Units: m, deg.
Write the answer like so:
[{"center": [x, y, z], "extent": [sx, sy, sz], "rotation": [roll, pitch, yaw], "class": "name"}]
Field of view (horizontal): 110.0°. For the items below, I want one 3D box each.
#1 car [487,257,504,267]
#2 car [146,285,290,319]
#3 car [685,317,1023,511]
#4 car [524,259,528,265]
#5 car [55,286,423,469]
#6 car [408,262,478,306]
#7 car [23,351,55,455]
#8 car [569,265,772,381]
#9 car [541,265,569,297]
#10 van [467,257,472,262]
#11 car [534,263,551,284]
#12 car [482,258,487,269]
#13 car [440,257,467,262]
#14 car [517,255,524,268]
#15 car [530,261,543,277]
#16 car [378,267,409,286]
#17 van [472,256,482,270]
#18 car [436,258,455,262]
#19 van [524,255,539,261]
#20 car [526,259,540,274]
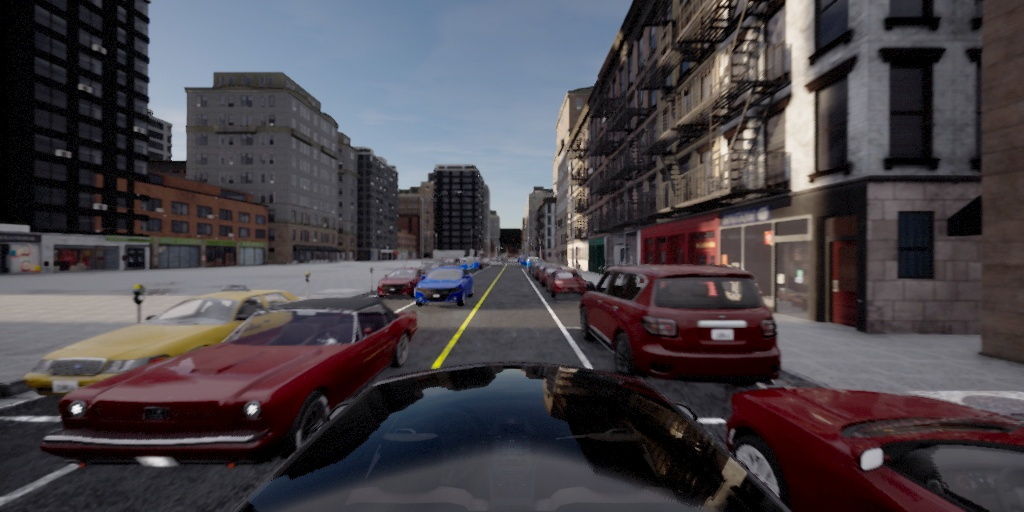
[{"center": [-2.626, 1.274, 61.009], "extent": [1.895, 1.301, 4.718], "rotation": [0, 0, 1], "class": "car"}, {"center": [-5.382, 1.255, 6.736], "extent": [1.751, 1.417, 4.829], "rotation": [0, 0, 0], "class": "car"}, {"center": [2.628, 1.303, 1.204], "extent": [1.888, 1.381, 4.507], "rotation": [0, 0, 0], "class": "car"}, {"center": [2.737, 1.276, 40.964], "extent": [1.948, 1.339, 4.313], "rotation": [0, 0, 0], "class": "car"}, {"center": [-2.849, 1.339, 5.086], "extent": [1.895, 1.301, 4.718], "rotation": [0, 0, 0], "class": "car"}, {"center": [-2.807, 1.203, 15.801], "extent": [1.882, 1.535, 5.008], "rotation": [0, 0, 0], "class": "car"}, {"center": [-5.397, 1.287, 1.226], "extent": [2.007, 1.370, 4.403], "rotation": [0, 0, 0], "class": "car"}, {"center": [2.644, 1.065, 6.884], "extent": [2.192, 1.841, 5.009], "rotation": [0, 0, 0], "class": "car"}, {"center": [2.675, 1.318, 18.243], "extent": [1.802, 1.307, 4.207], "rotation": [0, 0, 0], "class": "car"}, {"center": [-5.304, 1.036, 35.306], "extent": [1.690, 1.789, 3.998], "rotation": [0, 0, 0], "class": "van"}, {"center": [2.690, 1.311, 23.924], "extent": [1.802, 1.307, 4.207], "rotation": [0, 0, 0], "class": "car"}, {"center": [-5.257, 0.991, 52.346], "extent": [2.192, 1.841, 5.009], "rotation": [0, 0, 0], "class": "car"}, {"center": [-5.319, 1.016, 29.626], "extent": [2.192, 1.841, 5.009], "rotation": [0, 0, 0], "class": "car"}, {"center": [2.424, 0.907, 60.471], "extent": [2.150, 2.045, 5.566], "rotation": [0, 0, 0], "class": "car"}, {"center": [2.706, 1.305, 29.603], "extent": [1.802, 1.307, 4.207], "rotation": [0, 0, 0], "class": "car"}, {"center": [-5.350, 1.260, 18.266], "extent": [1.888, 1.381, 4.507], "rotation": [0, 0, 0], "class": "car"}, {"center": [-5.272, 1.023, 46.666], "extent": [1.690, 1.789, 3.998], "rotation": [0, 0, 0], "class": "van"}, {"center": [-5.335, 1.148, 23.946], "extent": [1.967, 1.591, 4.097], "rotation": [0, 0, 0], "class": "car"}, {"center": [2.753, 1.044, 46.643], "extent": [1.690, 1.789, 3.998], "rotation": [0, 0, 0], "class": "van"}, {"center": [2.722, 1.267, 35.283], "extent": [2.007, 1.370, 4.403], "rotation": [0, 0, 0], "class": "car"}]
